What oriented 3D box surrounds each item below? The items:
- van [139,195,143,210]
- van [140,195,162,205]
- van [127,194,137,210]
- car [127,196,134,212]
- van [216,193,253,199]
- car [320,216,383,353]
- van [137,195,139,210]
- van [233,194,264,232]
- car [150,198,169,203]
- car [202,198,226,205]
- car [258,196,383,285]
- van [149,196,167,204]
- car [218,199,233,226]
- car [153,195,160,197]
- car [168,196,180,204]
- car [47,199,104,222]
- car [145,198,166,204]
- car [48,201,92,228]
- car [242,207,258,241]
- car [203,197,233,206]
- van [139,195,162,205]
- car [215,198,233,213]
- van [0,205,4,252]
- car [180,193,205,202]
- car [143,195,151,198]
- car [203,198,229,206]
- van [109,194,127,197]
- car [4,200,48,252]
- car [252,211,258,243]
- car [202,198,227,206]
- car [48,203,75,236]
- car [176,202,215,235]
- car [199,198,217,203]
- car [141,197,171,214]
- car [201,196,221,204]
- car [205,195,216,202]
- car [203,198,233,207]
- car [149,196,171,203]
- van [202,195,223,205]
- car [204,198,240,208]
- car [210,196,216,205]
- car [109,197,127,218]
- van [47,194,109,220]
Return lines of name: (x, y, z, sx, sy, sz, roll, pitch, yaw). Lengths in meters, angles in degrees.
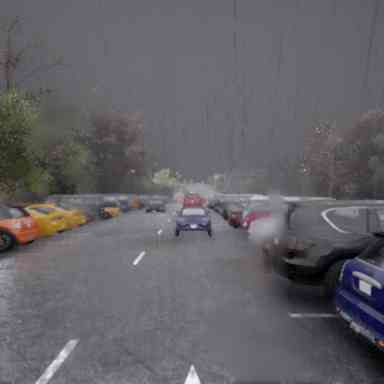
van: (-8.706, 1.275, 40.649, 4.442, 1.987, 1.878, 0, -1, 0)
van: (-8.743, 1.720, 71.243, 4.442, 1.987, 1.878, 0, -1, 0)
van: (-8.466, 1.195, 35.102, 4.442, 1.987, 1.878, 0, 0, 0)
car: (-8.585, 1.409, 32.480, 5.008, 1.535, 2.097, 0, 0, 0)
van: (4.621, 1.188, 29.564, 4.442, 1.987, 1.878, 0, 0, 0)
car: (4.503, 1.330, 4.583, 4.553, 1.767, 2.185, 0, 0, 0)
van: (-8.703, 1.237, 38.004, 4.442, 1.987, 1.878, 0, -1, 0)
van: (4.404, 1.210, 15.683, 4.442, 1.987, 1.878, 0, 0, 0)
car: (-8.619, 2.278, 87.849, 4.792, 1.488, 2.163, 0, -1, 0)
car: (4.485, 1.935, 68.407, 4.792, 1.488, 2.163, 0, -1, 0)
car: (4.559, 1.197, 7.355, 5.566, 2.045, 2.435, 0, 0, 0)
van: (-8.760, 1.958, 84.961, 4.442, 1.987, 1.878, 0, -1, 0)
car: (4.541, 1.452, 24.011, 4.792, 1.488, 2.163, 0, 0, 0)
car: (-8.604, 1.744, 57.390, 5.008, 1.535, 2.097, 0, -1, 0)
car: (-3.592, 1.862, 75.220, 2.097, 1.767, 4.553, 0, -1, 0)
car: (-8.560, 1.427, 21.401, 4.892, 1.521, 2.231, 0, 0, 0)
car: (-8.666, 2.105, 79.546, 4.792, 1.488, 2.163, 0, -1, 0)
car: (-8.557, 1.430, 18.630, 5.008, 1.535, 2.097, 0, 0, 0)
car: (4.522, 1.480, 12.907, 4.674, 1.452, 2.002, 0, 0, 0)
car: (4.652, 1.781, 60.080, 5.366, 1.575, 1.946, 0, -1, 0)
van: (-8.507, 1.680, 68.474, 4.442, 1.987, 1.878, 0, -1, 0)
car: (4.505, 1.459, 26.788, 4.674, 1.452, 2.002, 0, 0, 0)
van: (-8.669, 1.218, 10.319, 4.442, 1.987, 1.878, 0, 0, 0)
car: (0.053, 1.209, 38.477, 2.150, 2.045, 5.566, 0, -1, 0)
car: (-8.565, 1.290, 43.420, 5.566, 2.045, 2.435, 0, -1, 0)
car: (4.492, 1.854, 62.855, 4.792, 1.488, 2.163, 0, -1, 0)
van: (-8.459, 1.188, 29.710, 4.442, 1.987, 1.878, 0, 0, 0)
car: (-8.524, 1.314, 13.089, 4.553, 1.767, 2.185, 0, 0, 0)
car: (4.498, 1.474, 10.132, 4.792, 1.488, 2.163, 0, 0, 0)
car: (4.489, 1.894, 65.631, 4.792, 1.488, 2.163, 0, -1, 0)
car: (-8.554, 1.435, 15.735, 5.008, 1.535, 2.097, 0, 0, 0)
car: (0.077, 1.477, 18.328, 1.812, 1.442, 4.674, 0, 0, 0)
car: (4.420, 2.379, 93.378, 4.892, 1.521, 2.231, 0, -1, 0)
car: (-3.636, 1.488, 34.618, 2.033, 1.411, 5.357, 0, -1, 0)
car: (4.415, 1.903, 76.735, 4.553, 1.767, 2.185, 0, -1, 0)
car: (4.492, 1.542, 43.424, 5.008, 1.535, 2.097, 0, -1, 0)
car: (4.464, 1.745, 57.304, 4.892, 1.521, 2.231, 0, -1, 0)
car: (-8.679, 2.062, 90.624, 5.566, 2.045, 2.435, 0, -1, 0)
van: (4.336, 1.720, 71.187, 4.442, 1.987, 1.878, 0, -1, 0)
car: (4.662, 1.660, 51.753, 5.366, 1.575, 1.946, 0, -1, 0)
car: (4.471, 1.440, 32.346, 4.792, 1.488, 2.163, 0, 0, 0)
car: (-8.388, 1.415, 26.942, 5.366, 1.575, 1.946, 0, 0, 0)
van: (-8.686, 1.196, 24.170, 4.442, 1.987, 1.878, 0, 0, 0)
